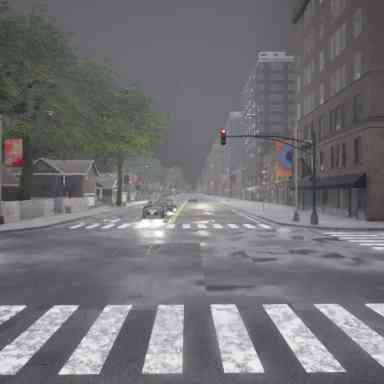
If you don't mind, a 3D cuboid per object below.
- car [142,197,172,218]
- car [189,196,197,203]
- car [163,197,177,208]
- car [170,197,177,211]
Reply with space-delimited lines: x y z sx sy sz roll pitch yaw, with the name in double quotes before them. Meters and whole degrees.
"car" -3.297 1.504 30.093 2.128 1.511 4.902 0 0 0
"car" 0.209 1.546 70.222 2.128 1.511 4.902 0 0 0
"car" -3.256 1.554 49.785 1.812 1.442 4.674 0 0 0
"car" -3.278 1.372 39.828 2.097 1.767 4.553 0 0 0
